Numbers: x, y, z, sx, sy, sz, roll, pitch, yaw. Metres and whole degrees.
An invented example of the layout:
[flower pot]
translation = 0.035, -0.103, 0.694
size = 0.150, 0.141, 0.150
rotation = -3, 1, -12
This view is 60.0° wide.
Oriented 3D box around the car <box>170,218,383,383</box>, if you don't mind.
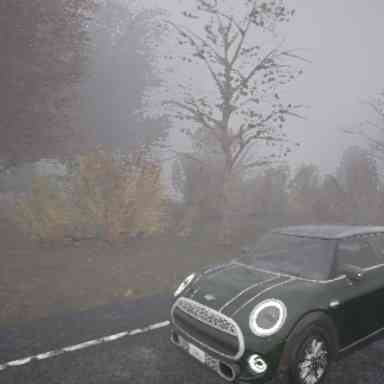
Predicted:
[car]
translation = 1.888, 1.362, 5.345
size = 4.553, 1.767, 2.097
rotation = 0, 0, -36
